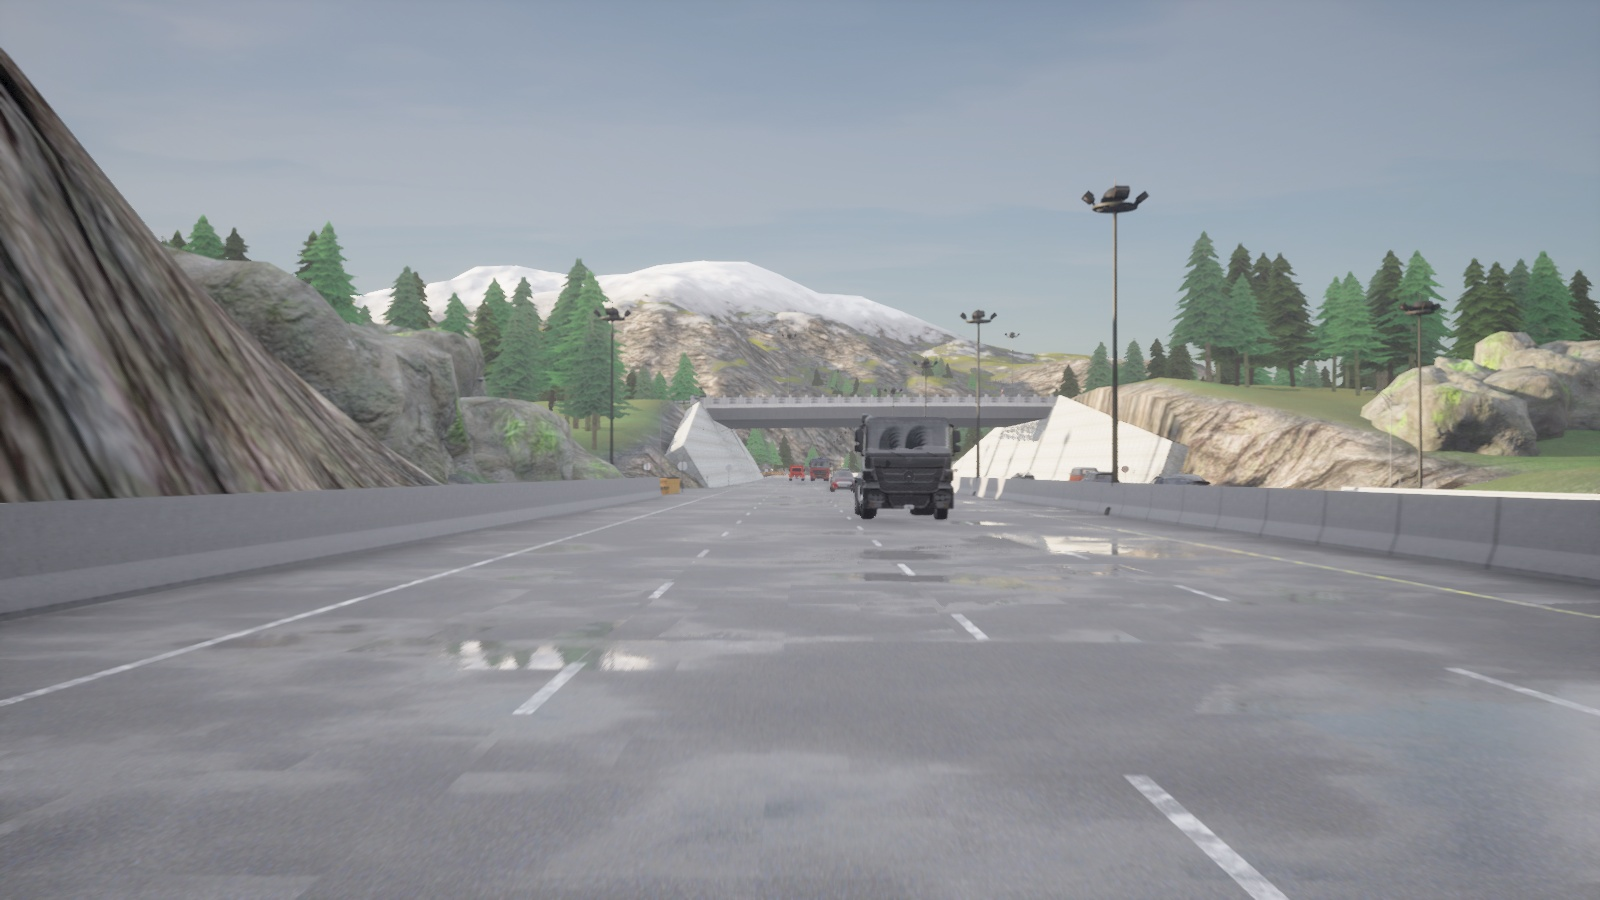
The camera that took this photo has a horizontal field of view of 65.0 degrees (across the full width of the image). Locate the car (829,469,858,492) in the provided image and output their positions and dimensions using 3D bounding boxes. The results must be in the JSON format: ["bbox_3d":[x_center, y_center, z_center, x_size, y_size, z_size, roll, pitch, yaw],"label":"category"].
[{"bbox_3d":[3.270,2.316,94.917,2.033,1.649,4.856,0,-1,0],"label":"car"}]

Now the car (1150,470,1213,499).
[{"bbox_3d":[20.833,1.856,68.772,1.882,1.535,5.008,0,-1,0],"label":"car"}]

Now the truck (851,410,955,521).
[{"bbox_3d":[3.391,0.540,43.223,2.891,3.462,7.936,0,-1,0],"label":"truck"}]

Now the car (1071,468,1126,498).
[{"bbox_3d":[17.322,1.895,73.081,2.033,1.649,4.856,0,-1,0],"label":"car"}]

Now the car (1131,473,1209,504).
[{"bbox_3d":[17.357,1.780,59.184,2.033,1.411,5.357,0,-1,0],"label":"car"}]
